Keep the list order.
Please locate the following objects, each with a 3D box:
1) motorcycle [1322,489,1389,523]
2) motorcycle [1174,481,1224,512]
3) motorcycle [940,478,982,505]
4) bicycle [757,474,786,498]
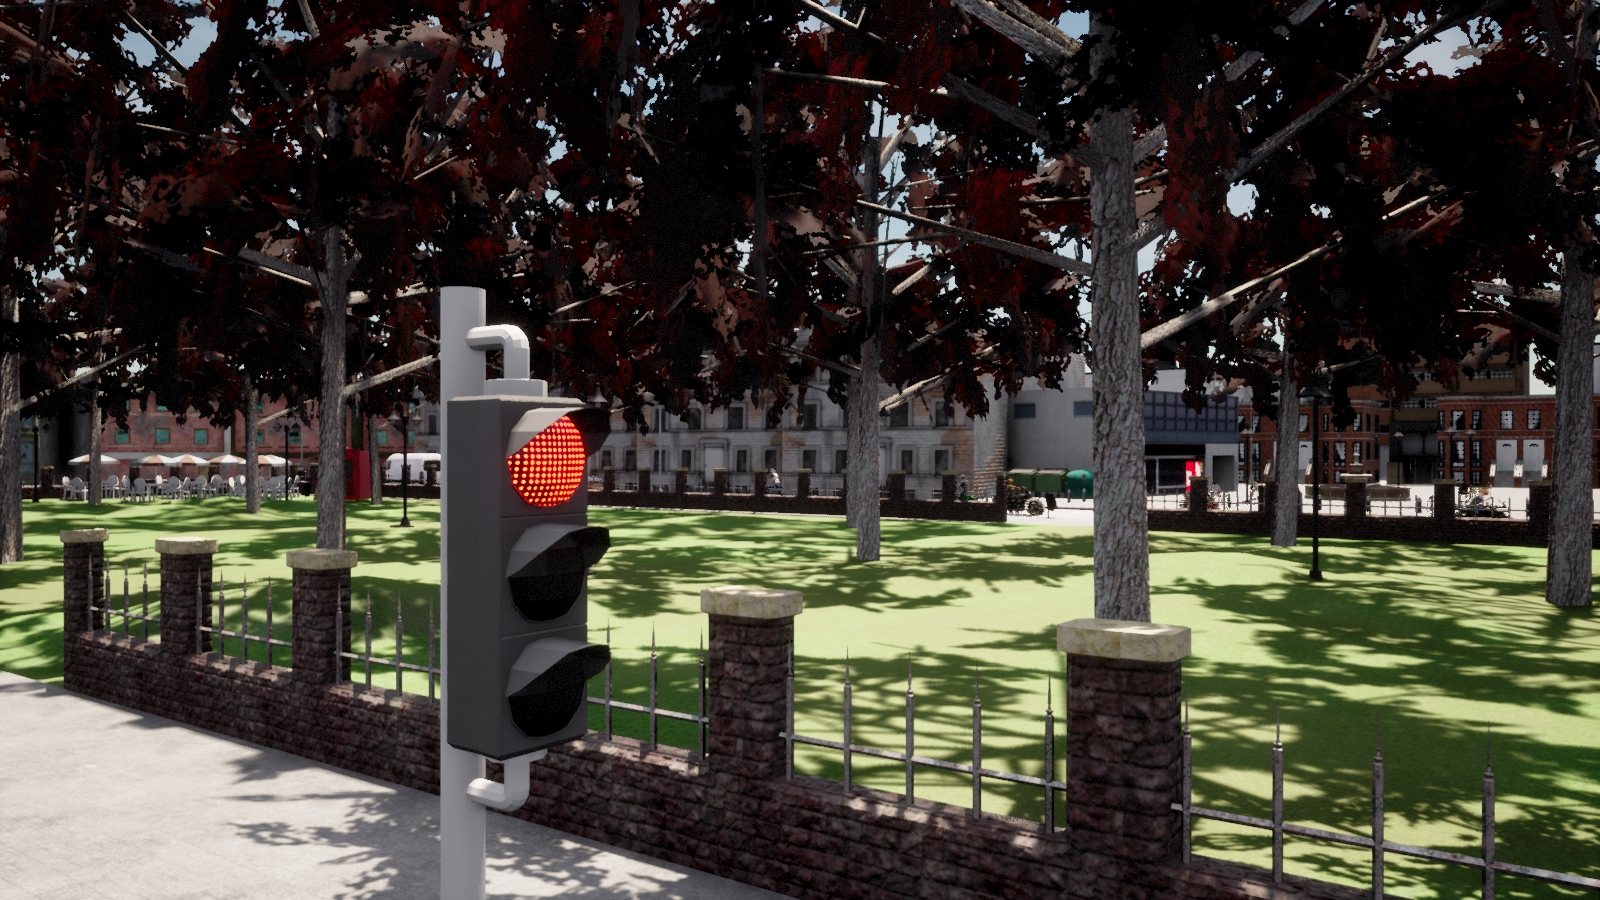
[{"bbox_3d":[19.896,1.992,40.953,2.033,1.145,0.803,0,0,36],"label":"motorcycle"},{"bbox_3d":[16.801,1.961,48.096,1.805,1.236,0.856,0,0,36],"label":"motorcycle"},{"bbox_3d":[7.717,1.961,54.708,1.805,1.236,0.856,0,0,36],"label":"motorcycle"},{"bbox_3d":[-1.526,1.934,61.473,1.643,1.296,0.373,0,0,36],"label":"bicycle"}]
